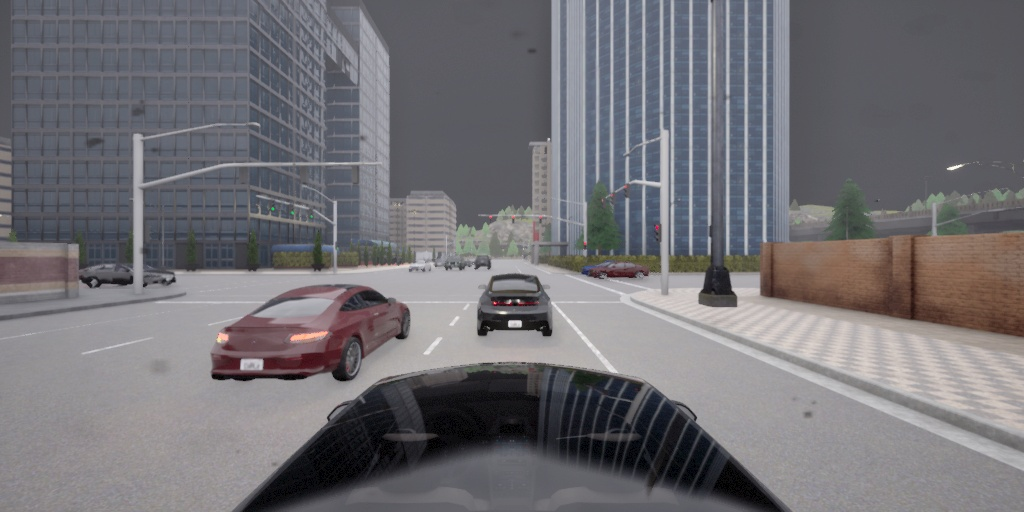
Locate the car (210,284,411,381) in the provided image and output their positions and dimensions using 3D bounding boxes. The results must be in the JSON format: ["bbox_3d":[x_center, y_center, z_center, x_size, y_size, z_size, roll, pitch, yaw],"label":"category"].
[{"bbox_3d":[-3.435,1.271,7.049,1.812,1.442,4.674,0,0,0],"label":"car"}]

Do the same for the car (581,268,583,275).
[{"bbox_3d":[9.048,1.199,33.780,5.008,1.535,1.882,0,0,0],"label":"car"}]

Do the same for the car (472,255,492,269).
[{"bbox_3d":[-4.251,0.925,53.896,2.150,2.045,5.566,0,0,-1],"label":"car"}]

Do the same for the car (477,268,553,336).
[{"bbox_3d":[0.069,1.247,10.313,1.837,1.490,4.892,0,0,0],"label":"car"}]

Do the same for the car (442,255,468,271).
[{"bbox_3d":[-7.872,0.929,50.049,2.150,2.045,5.566,0,0,-1],"label":"car"}]

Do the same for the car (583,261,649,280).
[{"bbox_3d":[8.907,1.202,30.086,5.008,1.535,1.882,0,0,-4],"label":"car"}]

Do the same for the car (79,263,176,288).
[{"bbox_3d":[-24.218,1.223,22.765,4.902,1.511,2.128,0,0,0],"label":"car"}]

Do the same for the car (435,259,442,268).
[{"bbox_3d":[-11.498,1.192,58.733,2.128,1.511,4.902,0,0,-1],"label":"car"}]

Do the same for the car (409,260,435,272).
[{"bbox_3d":[-11.364,1.238,44.595,1.812,1.442,4.674,0,0,1],"label":"car"}]

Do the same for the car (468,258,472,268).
[{"bbox_3d":[-8.023,1.261,60.939,1.994,1.385,4.181,0,0,0],"label":"car"}]
